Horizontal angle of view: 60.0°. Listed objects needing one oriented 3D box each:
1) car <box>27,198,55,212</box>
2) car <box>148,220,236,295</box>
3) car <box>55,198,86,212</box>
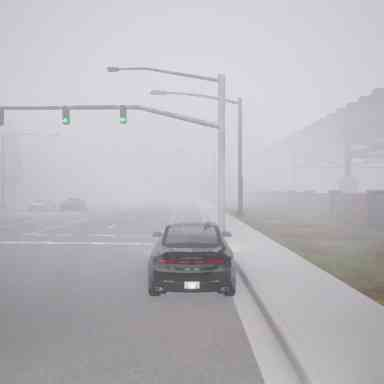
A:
[{"bbox_3d":[-17.399,1.484,38.906,1.812,1.442,4.674,0,0,0],"label":"car"},{"bbox_3d":[-0.001,1.493,8.649,1.837,1.490,4.892,0,0,0],"label":"car"},{"bbox_3d":[-13.898,1.466,39.006,1.837,1.490,4.892,0,0,0],"label":"car"}]
